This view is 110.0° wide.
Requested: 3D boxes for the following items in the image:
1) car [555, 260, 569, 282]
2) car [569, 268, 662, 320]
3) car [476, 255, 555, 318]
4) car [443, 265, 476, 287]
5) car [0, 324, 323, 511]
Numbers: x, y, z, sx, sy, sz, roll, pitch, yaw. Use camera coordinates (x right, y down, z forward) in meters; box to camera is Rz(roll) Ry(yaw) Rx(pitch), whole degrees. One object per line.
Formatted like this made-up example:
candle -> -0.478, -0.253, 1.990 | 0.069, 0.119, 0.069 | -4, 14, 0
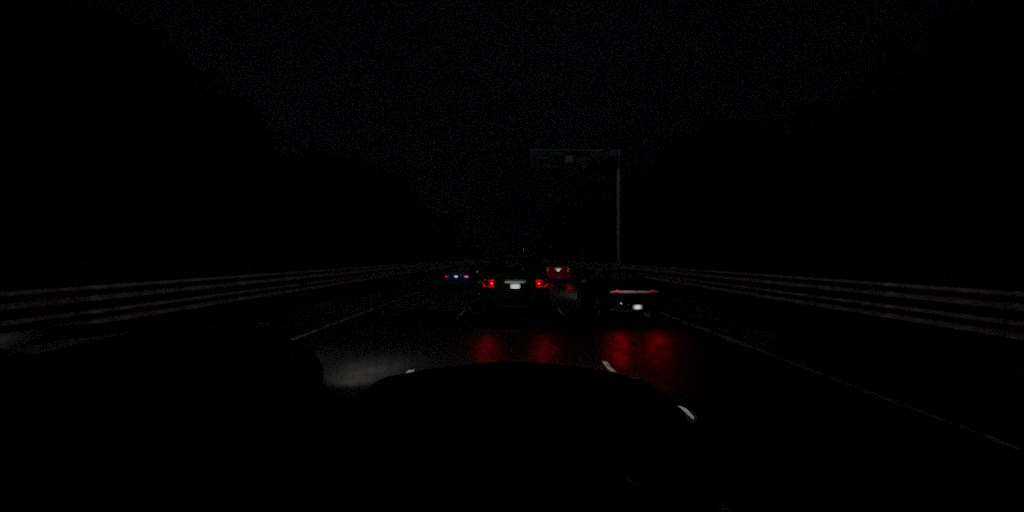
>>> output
car -> 3.587, 1.136, 29.909 | 2.097, 1.767, 4.553 | 0, 0, 0
car -> 3.595, 1.251, 12.689 | 2.128, 1.511, 4.902 | 0, 0, 0
car -> 0.096, 0.981, 13.115 | 2.150, 2.045, 5.566 | 0, 0, 0
car -> -3.412, 1.319, 24.393 | 2.033, 1.411, 5.357 | 0, 0, 0
car -> -3.412, 1.276, 2.831 | 1.812, 1.442, 4.674 | 0, 0, 0
